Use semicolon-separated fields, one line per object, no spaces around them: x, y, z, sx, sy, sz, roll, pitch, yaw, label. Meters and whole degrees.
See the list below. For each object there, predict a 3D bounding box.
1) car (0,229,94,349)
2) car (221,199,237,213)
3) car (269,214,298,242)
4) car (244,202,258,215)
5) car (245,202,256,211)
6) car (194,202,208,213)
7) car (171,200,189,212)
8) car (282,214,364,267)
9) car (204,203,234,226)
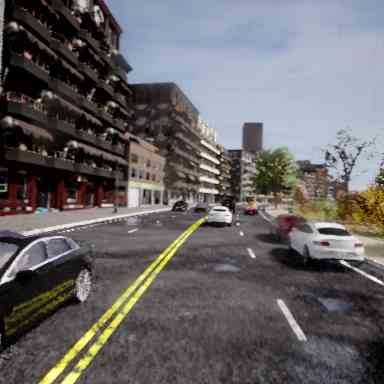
-3.156;1.425;5.362;2.128;1.511;4.902;2;-1;4;car
5.415;2.003;49.177;2.150;2.045;5.566;2;-1;10;car
5.511;1.946;18.762;1.812;1.442;4.674;2;-1;6;car
8.121;2.443;45.773;1.895;1.301;4.718;2;-1;10;car
10.691;2.623;60.656;1.882;1.535;5.008;2;-1;12;car
1.502;2.139;46.432;2.033;1.411;5.357;2;-1;9;car
-1.612;1.989;47.423;1.837;1.490;4.892;2;-1;10;car
4.983;1.861;12.868;1.812;1.442;4.674;2;-1;5;car
2.269;1.910;27.009;1.812;1.442;4.674;2;-1;7;car
